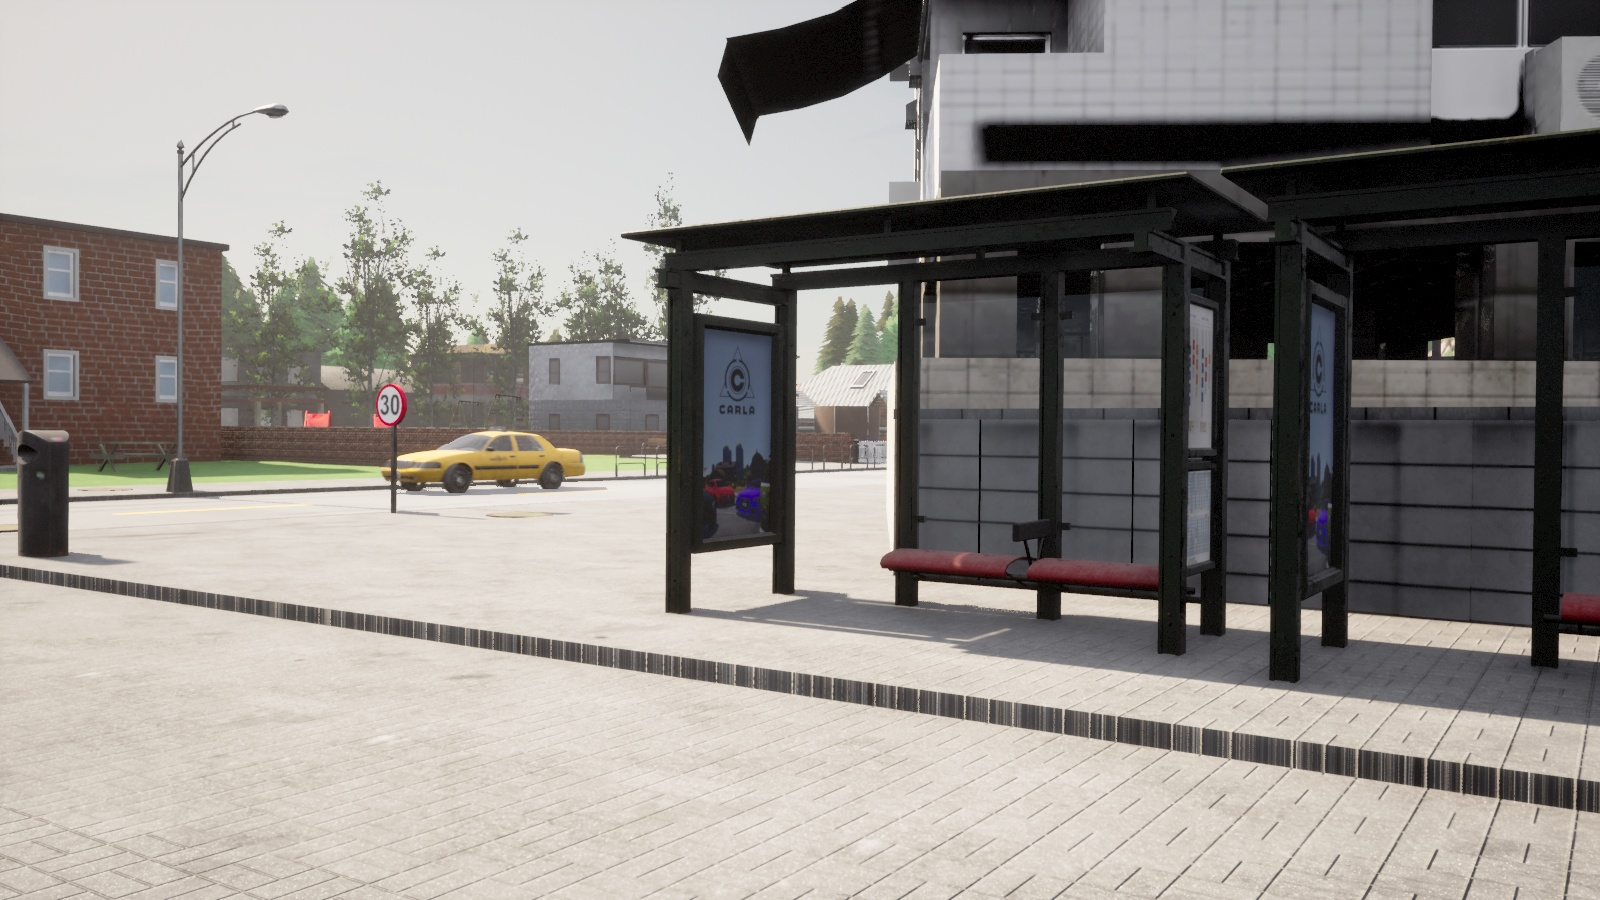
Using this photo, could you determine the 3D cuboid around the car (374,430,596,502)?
[{"bbox_3d":[-7.534,0.320,30.664,1.801,1.575,5.366,0,1,35],"label":"car"}]
